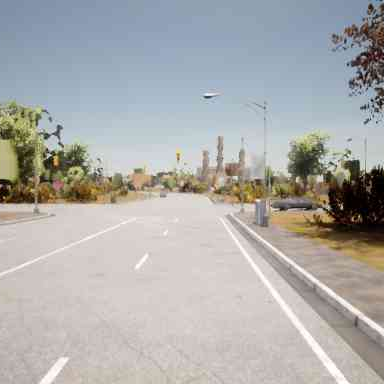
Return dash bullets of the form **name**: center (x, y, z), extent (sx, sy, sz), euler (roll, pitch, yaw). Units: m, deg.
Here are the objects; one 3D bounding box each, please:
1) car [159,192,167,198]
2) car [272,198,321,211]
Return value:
- **car**: center (-8.100, 0.751, 92.406), extent (1.882, 1.535, 5.008), euler (0, 1, 1)
- **car**: center (11.609, 1.341, 36.742), extent (5.357, 1.411, 2.033), euler (0, 0, -2)
